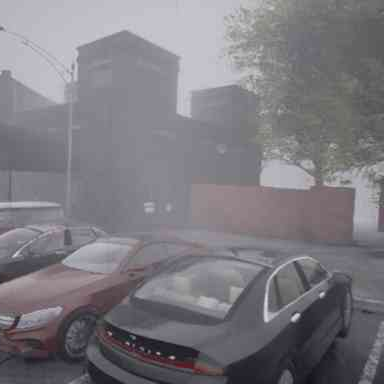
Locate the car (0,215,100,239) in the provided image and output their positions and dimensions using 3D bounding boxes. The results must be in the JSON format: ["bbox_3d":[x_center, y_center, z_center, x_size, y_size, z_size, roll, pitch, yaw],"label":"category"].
[{"bbox_3d":[-3.549,1.504,7.824,2.231,1.521,4.892,0,0,36],"label":"car"}]

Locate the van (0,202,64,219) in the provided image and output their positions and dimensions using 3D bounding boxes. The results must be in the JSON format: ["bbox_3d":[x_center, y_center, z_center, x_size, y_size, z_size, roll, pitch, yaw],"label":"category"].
[{"bbox_3d":[-5.895,1.280,9.347,1.878,1.987,4.442,0,0,36],"label":"van"}]

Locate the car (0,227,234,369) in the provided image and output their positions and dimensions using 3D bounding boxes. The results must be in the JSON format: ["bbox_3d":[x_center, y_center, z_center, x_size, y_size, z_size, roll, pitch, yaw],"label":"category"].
[{"bbox_3d":[-1.281,1.534,6.200,2.002,1.452,4.674,0,0,36],"label":"car"}]
